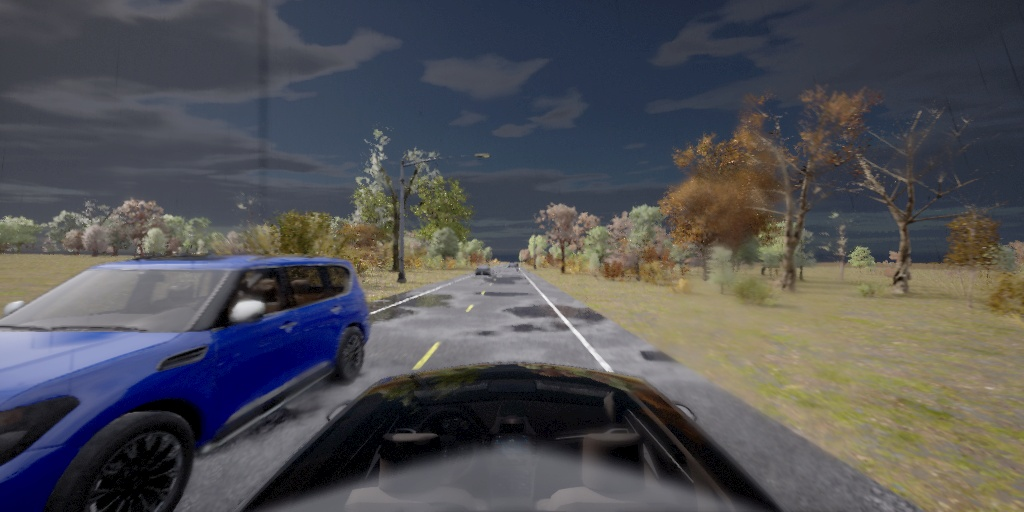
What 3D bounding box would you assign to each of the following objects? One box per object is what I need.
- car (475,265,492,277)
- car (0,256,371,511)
[{"bbox_3d":[-3.576,1.843,45.308,2.033,1.411,5.357,0,-1,0],"label":"car"},{"bbox_3d":[-3.599,1.002,4.213,2.150,2.045,5.566,0,-1,0],"label":"car"}]
